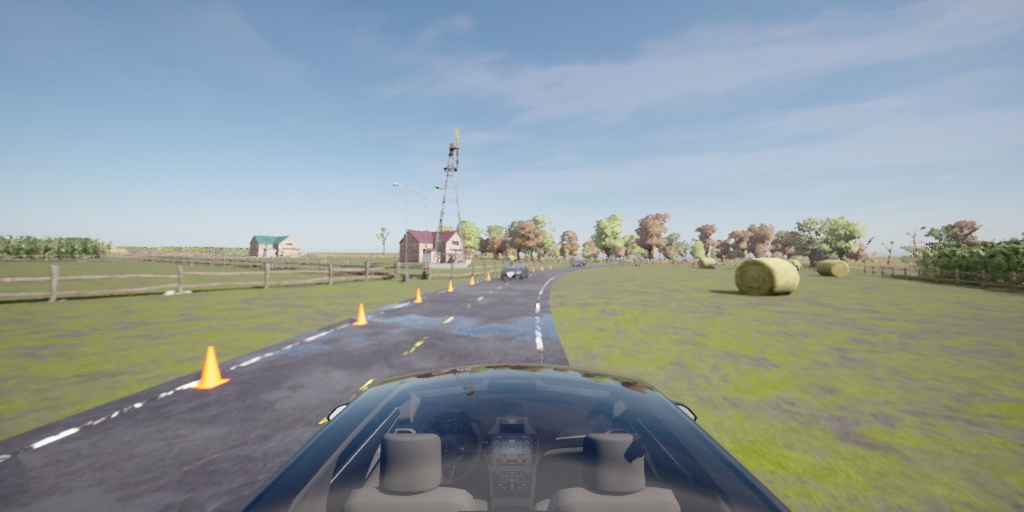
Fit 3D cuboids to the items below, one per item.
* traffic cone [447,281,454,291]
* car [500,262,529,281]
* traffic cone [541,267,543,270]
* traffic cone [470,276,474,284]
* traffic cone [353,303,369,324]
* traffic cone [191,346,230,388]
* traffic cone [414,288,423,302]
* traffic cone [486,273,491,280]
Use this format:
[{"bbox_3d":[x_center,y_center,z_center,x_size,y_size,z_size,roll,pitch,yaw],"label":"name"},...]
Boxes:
[{"bbox_3d":[-3.564,1.717,20.774,0.340,0.580,0.340,0,0,7],"label":"traffic cone"},{"bbox_3d":[0.306,1.275,30.424,2.128,1.511,4.902,0,0,11],"label":"car"},{"bbox_3d":[4.654,1.860,55.289,0.340,0.580,0.340,0,0,20],"label":"traffic cone"},{"bbox_3d":[-2.865,1.725,25.805,0.340,0.580,0.340,0,0,9],"label":"traffic cone"},{"bbox_3d":[-4.477,1.704,10.659,0.340,0.580,0.340,0,0,3],"label":"traffic cone"},{"bbox_3d":[-4.692,1.699,5.585,0.340,0.580,0.340,0,0,2],"label":"traffic cone"},{"bbox_3d":[-4.101,1.710,15.723,0.340,0.580,0.340,0,0,5],"label":"traffic cone"},{"bbox_3d":[-2.007,1.737,30.810,0.340,0.580,0.340,0,0,11],"label":"traffic cone"}]
